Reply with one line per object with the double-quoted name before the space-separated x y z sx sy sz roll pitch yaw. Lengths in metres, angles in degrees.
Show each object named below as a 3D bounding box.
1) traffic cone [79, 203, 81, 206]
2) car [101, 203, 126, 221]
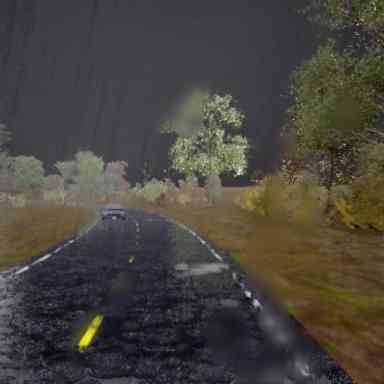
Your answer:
"traffic cone" -20.092 2.184 59.772 0.340 0.580 0.340 0 0 -29
"car" -6.615 1.625 28.214 2.033 1.411 5.357 0 0 -14
